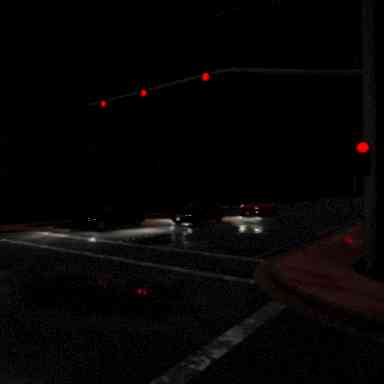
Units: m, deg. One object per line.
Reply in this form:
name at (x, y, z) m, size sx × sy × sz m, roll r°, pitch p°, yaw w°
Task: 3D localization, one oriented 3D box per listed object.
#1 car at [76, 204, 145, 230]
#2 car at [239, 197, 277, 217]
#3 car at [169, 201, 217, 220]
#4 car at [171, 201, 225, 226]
car at (-5.295, 1.576, 22.175) m, size 1.882 × 1.535 × 5.008 m, roll -1°, pitch 0°, yaw 37°
car at (6.378, 1.354, 31.994) m, size 2.097 × 1.767 × 4.553 m, roll -1°, pitch 0°, yaw 37°
car at (0.200, 1.585, 29.577) m, size 1.812 × 1.442 × 4.674 m, roll -1°, pitch 0°, yaw 37°
car at (0.522, 1.535, 24.141) m, size 2.128 × 1.511 × 4.902 m, roll -1°, pitch 0°, yaw 37°
